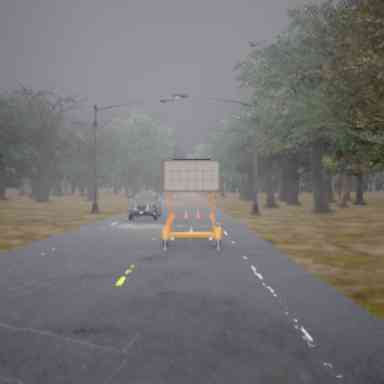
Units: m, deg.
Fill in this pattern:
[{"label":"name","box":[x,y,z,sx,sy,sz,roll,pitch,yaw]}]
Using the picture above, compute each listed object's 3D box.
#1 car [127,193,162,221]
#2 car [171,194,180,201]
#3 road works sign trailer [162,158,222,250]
[{"label":"car","box":[-3.594,1.077,26.264,2.150,2.045,5.566,0,0,0]},{"label":"car","box":[-3.491,1.145,68.393,1.837,1.490,4.892,0,0,0]},{"label":"road works sign trailer","box":[-0.013,0.384,13.919,2.380,3.560,2.880,0,0,0]}]
